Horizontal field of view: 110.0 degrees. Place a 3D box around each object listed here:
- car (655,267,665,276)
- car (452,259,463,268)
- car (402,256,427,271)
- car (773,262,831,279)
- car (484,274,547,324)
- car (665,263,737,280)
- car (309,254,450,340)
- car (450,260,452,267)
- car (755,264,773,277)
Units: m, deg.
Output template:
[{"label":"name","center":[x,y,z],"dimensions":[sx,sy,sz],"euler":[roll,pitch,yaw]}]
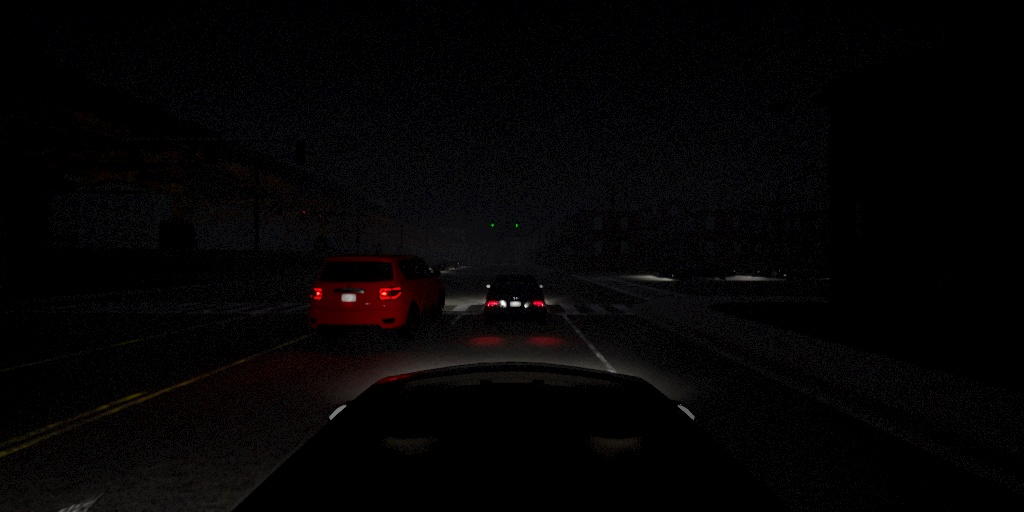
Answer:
[{"label":"car","center":[17.103,1.355,35.481],"dimensions":[5.357,1.411,2.033],"euler":[0,0,2]},{"label":"car","center":[-10.536,1.402,62.840],"dimensions":[2.033,1.411,5.357],"euler":[0,0,0]},{"label":"car","center":[-14.090,1.059,52.116],"dimensions":[2.150,2.045,5.566],"euler":[0,0,0]},{"label":"car","center":[26.553,1.402,31.988],"dimensions":[4.718,1.301,1.895],"euler":[0,0,0]},{"label":"car","center":[0.094,1.315,11.948],"dimensions":[2.033,1.411,5.357],"euler":[0,0,0]},{"label":"car","center":[16.997,1.349,31.996],"dimensions":[5.357,1.411,2.033],"euler":[0,0,0]},{"label":"car","center":[-3.414,0.985,10.187],"dimensions":[2.150,2.045,5.566],"euler":[0,0,0]},{"label":"car","center":[-10.590,1.316,52.822],"dimensions":[1.882,1.535,5.008],"euler":[0,0,0]},{"label":"car","center":[26.830,1.312,35.486],"dimensions":[4.892,1.490,1.837],"euler":[0,0,0]}]
